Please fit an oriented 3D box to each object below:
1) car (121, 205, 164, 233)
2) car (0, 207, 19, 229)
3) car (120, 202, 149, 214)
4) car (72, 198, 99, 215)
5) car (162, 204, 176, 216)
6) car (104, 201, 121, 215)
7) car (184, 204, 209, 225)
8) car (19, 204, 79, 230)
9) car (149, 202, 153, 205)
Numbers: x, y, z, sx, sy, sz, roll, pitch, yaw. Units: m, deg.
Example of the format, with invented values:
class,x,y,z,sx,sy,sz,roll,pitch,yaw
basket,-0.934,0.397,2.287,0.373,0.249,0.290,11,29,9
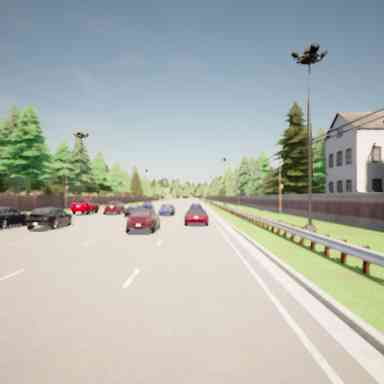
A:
class,x,y,z,sx,sy,sz,roll,pitch,yaw
car,-3.196,1.856,22.207,1.812,1.442,4.674,0,-1,0
car,-13.675,1.836,24.208,1.837,1.490,4.892,0,-1,1
car,-6.627,2.139,38.936,1.994,1.385,4.181,0,-1,1
car,-13.557,1.831,42.409,2.150,2.045,5.566,0,-1,1
car,-3.069,2.175,41.727,2.033,1.411,5.357,0,-1,1
car,-10.030,1.989,43.732,2.097,1.767,4.553,0,-1,1
car,0.365,1.994,28.076,1.994,1.385,4.181,0,-1,1
car,-10.175,1.845,24.098,1.837,1.490,4.892,0,-1,1
car,-6.525,2.254,48.998,1.812,1.442,4.674,0,-1,1
